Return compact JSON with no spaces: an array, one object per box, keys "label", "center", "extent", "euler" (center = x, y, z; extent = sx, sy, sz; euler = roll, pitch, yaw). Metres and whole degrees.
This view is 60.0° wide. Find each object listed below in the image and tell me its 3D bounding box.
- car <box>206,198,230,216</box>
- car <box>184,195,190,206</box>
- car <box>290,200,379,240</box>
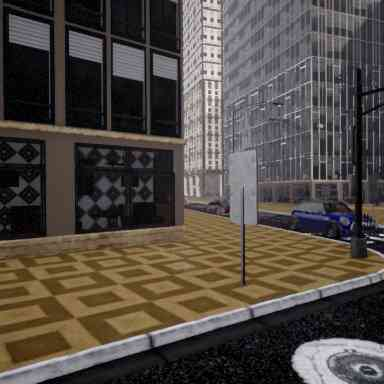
[{"label":"car","center":[2.770,1.271,29.130],"extent":[1.994,1.385,4.181],"euler":[-1,1,-19]},{"label":"car","center":[-1.820,0.862,42.828],"extent":[2.097,1.767,4.553],"euler":[-1,1,-18]},{"label":"car","center":[6.912,1.243,16.640],"extent":[2.097,1.767,4.553],"euler":[-1,1,-17]}]
